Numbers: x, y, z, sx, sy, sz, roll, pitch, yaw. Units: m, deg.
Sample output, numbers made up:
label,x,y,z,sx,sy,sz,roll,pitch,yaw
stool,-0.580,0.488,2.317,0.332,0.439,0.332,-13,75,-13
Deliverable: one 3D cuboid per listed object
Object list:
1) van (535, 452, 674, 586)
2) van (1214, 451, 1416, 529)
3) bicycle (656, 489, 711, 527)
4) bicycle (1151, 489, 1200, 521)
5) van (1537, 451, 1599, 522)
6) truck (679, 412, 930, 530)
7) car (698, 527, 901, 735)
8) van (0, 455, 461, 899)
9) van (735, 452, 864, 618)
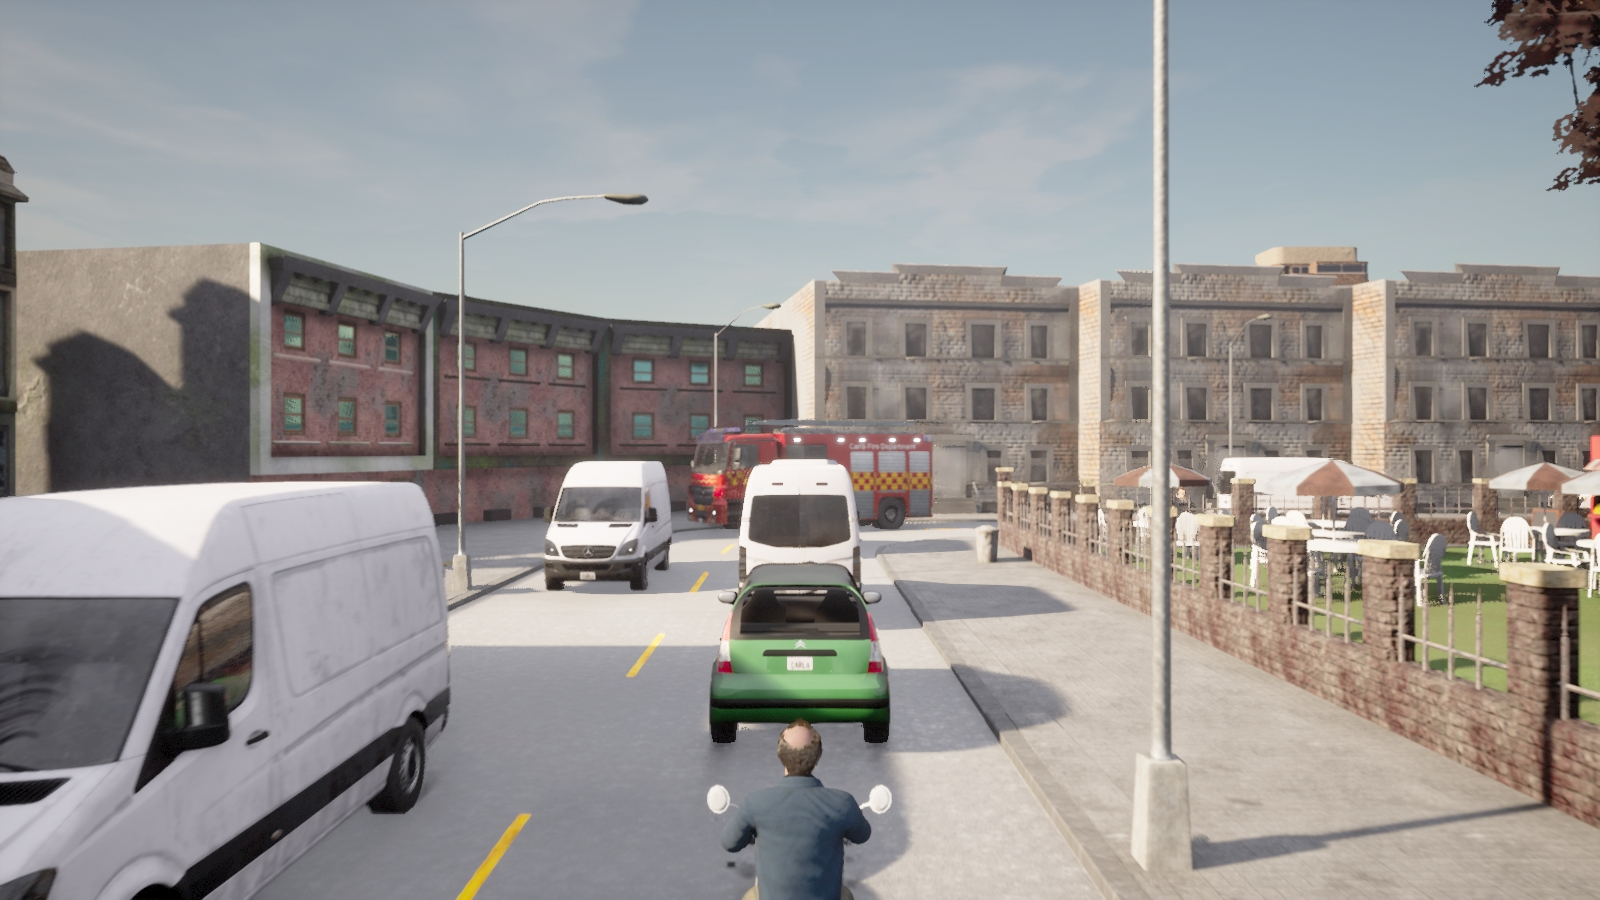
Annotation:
label,x,y,z,sx,sy,sz,roll,pitch,yaw
van,-4.060,1.318,24.792,1.988,2.561,5.915,0,0,0
van,17.272,1.318,38.546,5.915,2.561,1.988,0,0,1
bicycle,-3.916,1.944,38.482,1.835,1.271,0.329,0,0,0
bicycle,13.947,2.039,42.442,1.487,1.080,0.859,2,0,0
van,30.974,1.320,42.450,5.915,2.561,1.988,0,0,0
truck,0.219,0.676,40.274,8.468,3.827,2.891,0,0,-27
car,-0.006,1.781,12.380,1.851,1.617,3.988,0,0,0
van,-4.011,1.316,7.206,1.988,2.561,5.915,0,0,0
van,-0.010,1.316,20.604,1.988,2.561,5.915,0,0,0
